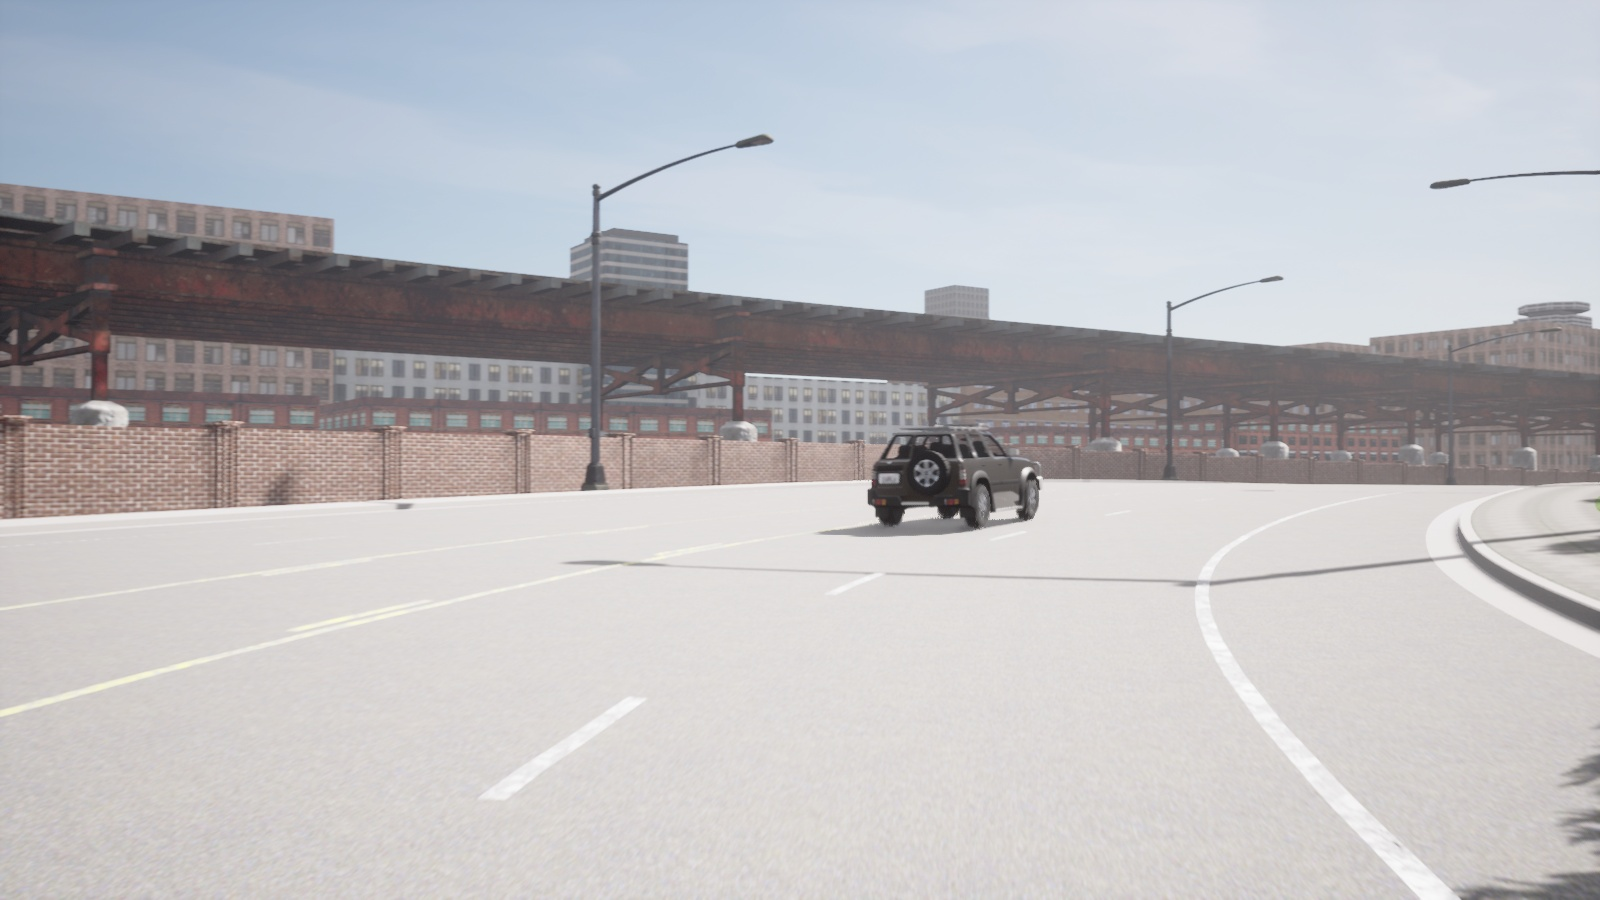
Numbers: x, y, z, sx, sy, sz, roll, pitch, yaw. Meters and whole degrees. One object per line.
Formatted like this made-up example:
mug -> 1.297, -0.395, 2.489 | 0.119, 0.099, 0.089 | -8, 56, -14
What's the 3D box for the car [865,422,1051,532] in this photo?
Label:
car -> 3.085, 0.466, 23.640 | 1.932, 1.855, 4.605 | -1, 0, 28
